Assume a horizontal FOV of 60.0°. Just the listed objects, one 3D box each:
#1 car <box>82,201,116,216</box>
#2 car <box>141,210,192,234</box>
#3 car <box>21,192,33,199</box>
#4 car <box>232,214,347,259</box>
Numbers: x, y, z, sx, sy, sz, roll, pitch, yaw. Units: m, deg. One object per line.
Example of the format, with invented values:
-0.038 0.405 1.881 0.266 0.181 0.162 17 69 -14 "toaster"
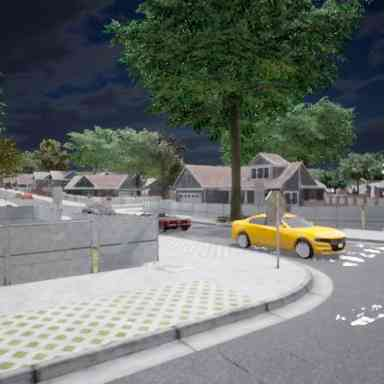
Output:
-8.930 1.735 31.739 2.097 1.767 4.553 0 0 -35 "car"
-2.029 1.890 21.942 1.895 1.301 4.718 0 0 -35 "car"
-40.127 0.711 80.685 2.097 1.767 4.553 0 2 -35 "car"
3.781 1.645 13.731 1.882 1.535 5.008 0 -1 -35 "car"
